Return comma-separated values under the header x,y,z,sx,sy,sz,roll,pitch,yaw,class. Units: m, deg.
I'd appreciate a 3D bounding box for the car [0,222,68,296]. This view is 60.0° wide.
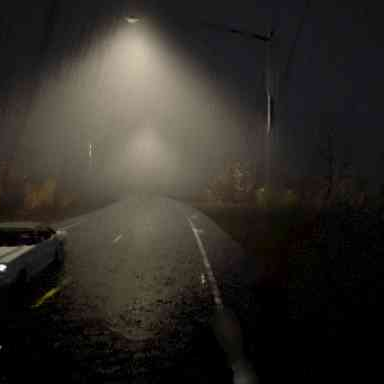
x,y,z,sx,sy,sz,roll,pitch,yaw,class
-4.586,1.480,8.299,1.895,1.301,4.718,0,1,-8,car
